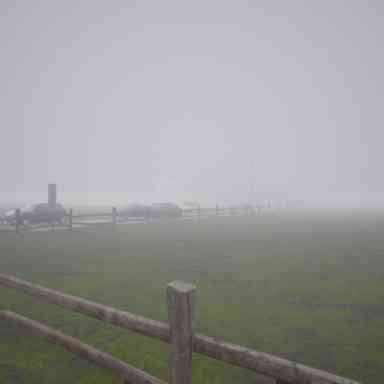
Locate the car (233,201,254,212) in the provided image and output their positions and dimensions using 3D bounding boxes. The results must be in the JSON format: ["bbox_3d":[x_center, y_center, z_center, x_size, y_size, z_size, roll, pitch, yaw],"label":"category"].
[{"bbox_3d":[8.220,2.271,54.022,2.097,1.767,4.553,-1,-1,35],"label":"car"}]

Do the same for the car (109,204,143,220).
[{"bbox_3d":[-6.181,1.953,33.796,2.128,1.511,4.902,-1,-1,35],"label":"car"}]

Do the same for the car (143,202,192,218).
[{"bbox_3d":[-2.403,1.832,34.046,2.097,1.767,4.553,-1,-1,35],"label":"car"}]

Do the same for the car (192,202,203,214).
[{"bbox_3d":[-0.537,1.990,41.779,2.097,1.767,4.553,-1,-1,35],"label":"car"}]

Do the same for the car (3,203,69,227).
[{"bbox_3d":[-11.952,1.634,25.632,2.097,1.767,4.553,-1,-1,35],"label":"car"}]
